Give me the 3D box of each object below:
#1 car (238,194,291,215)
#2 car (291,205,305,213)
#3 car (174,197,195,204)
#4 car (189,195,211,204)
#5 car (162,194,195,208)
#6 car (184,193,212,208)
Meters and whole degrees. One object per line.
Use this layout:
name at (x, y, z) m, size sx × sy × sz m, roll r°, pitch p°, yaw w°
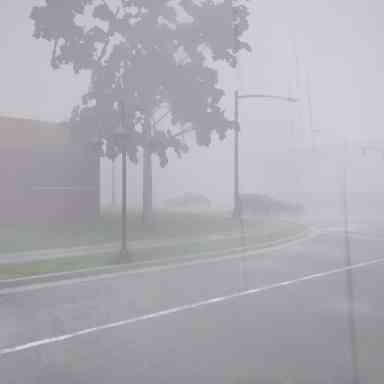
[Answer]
car at (6.856, 1.222, 33.807) m, size 2.150 × 2.045 × 5.566 m, roll 0°, pitch 0°, yaw -34°
car at (9.741, 1.601, 35.787) m, size 1.895 × 1.301 × 4.718 m, roll 0°, pitch 0°, yaw -34°
car at (-1.555, 1.601, 65.449) m, size 1.895 × 1.301 × 4.718 m, roll 0°, pitch 0°, yaw -34°
car at (1.629, 1.478, 66.986) m, size 1.882 × 1.535 × 5.008 m, roll 0°, pitch 0°, yaw -34°
car at (-2.317, 1.458, 47.600) m, size 2.033 × 1.411 × 5.357 m, roll 0°, pitch 0°, yaw -34°
car at (0.603, 1.134, 49.530) m, size 2.150 × 2.045 × 5.566 m, roll 0°, pitch 0°, yaw -34°
